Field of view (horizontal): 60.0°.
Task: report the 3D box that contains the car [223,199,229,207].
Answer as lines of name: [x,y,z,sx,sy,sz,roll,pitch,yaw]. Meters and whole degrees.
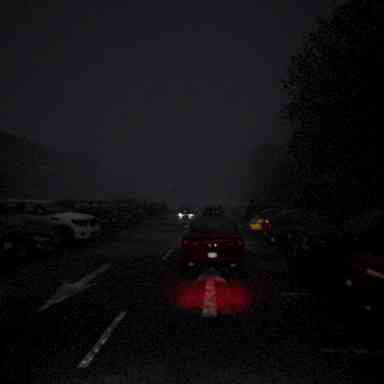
car: [9.735,2.649,73.413,4.674,1.452,2.002,0,-1,4]

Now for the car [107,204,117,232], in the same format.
car: [-6.960,1.610,17.914,5.008,1.535,2.097,0,-1,4]

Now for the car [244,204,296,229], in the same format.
car: [6.097,1.699,19.999,5.366,1.575,1.946,0,-1,4]

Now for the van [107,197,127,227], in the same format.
van: [-6.660,1.415,20.707,4.442,1.987,1.878,0,-1,4]

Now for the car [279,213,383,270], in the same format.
car: [5.785,1.643,11.645,4.792,1.488,2.163,0,-1,4]

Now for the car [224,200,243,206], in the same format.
car: [10.363,2.846,83.089,4.674,1.452,2.002,0,-1,4]

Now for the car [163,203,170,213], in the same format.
car: [-5.494,1.629,40.293,5.566,2.045,2.435,0,-1,4]

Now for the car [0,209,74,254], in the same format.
car: [-7.311,1.551,12.314,4.892,1.521,2.231,0,-1,4]

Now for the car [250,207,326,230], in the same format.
car: [6.455,1.773,22.766,4.674,1.452,2.002,0,-1,4]

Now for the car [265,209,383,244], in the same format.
car: [5.902,1.672,14.428,4.792,1.488,2.163,0,-1,4]

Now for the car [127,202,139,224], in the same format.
car: [-6.607,1.672,23.509,4.892,1.521,2.231,0,-1,4]

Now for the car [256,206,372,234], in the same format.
car: [6.101,1.673,17.207,5.008,1.535,2.097,0,-1,4]

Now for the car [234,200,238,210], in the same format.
car: [7.349,1.939,36.657,4.674,1.452,2.002,0,-1,4]

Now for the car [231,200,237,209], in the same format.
car: [7.533,1.940,39.438,5.008,1.535,2.097,0,-1,4]

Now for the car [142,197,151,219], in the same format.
car: [-6.276,1.605,29.109,4.553,1.767,2.185,0,-1,4]

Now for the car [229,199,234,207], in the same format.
car: [7.883,2.033,44.995,5.008,1.535,2.097,0,-1,4]

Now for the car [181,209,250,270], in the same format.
car: [0.731,1.582,11.548,1.882,1.535,5.008,0,0,4]

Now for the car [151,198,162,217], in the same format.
car: [-6.036,1.513,31.901,5.566,2.045,2.435,0,-1,4]

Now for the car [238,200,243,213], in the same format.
car: [6.959,1.700,31.105,4.553,1.767,2.185,0,-1,4]

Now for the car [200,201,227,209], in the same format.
car: [1.843,1.799,28.978,1.837,1.490,4.892,0,-1,4]

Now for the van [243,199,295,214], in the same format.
van: [6.929,1.567,28.322,4.442,1.987,1.878,0,-1,4]

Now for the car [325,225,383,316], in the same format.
car: [5.401,1.559,6.089,5.008,1.535,2.097,0,-1,4]

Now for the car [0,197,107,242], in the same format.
car: [-7.101,1.329,15.117,5.566,2.045,2.435,0,-1,4]

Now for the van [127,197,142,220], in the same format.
van: [-6.538,1.474,26.317,4.442,1.987,1.878,0,-1,4]

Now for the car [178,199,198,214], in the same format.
car: [-0.674,2.016,42.851,2.033,1.411,5.357,0,-1,4]

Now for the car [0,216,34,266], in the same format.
car: [-7.512,1.551,9.524,4.792,1.488,2.163,0,-1,4]
